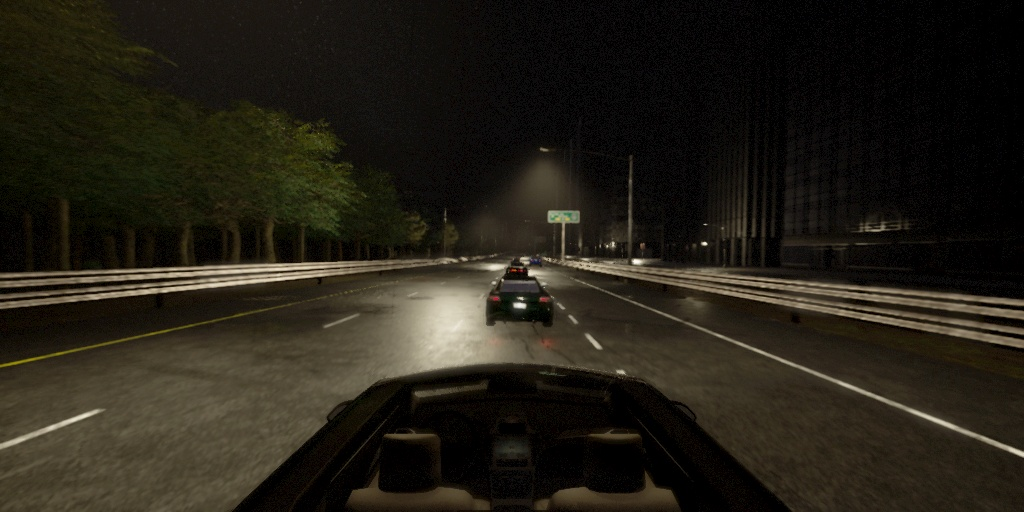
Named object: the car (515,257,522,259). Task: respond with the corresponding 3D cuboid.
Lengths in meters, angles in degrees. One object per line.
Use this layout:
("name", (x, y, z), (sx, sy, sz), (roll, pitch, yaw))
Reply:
("car", (0.658, 1.268, 52.326), (1.837, 1.490, 4.892), (1, 0, 1))

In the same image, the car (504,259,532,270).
("car", (0.416, 1.277, 29.807), (1.837, 1.490, 4.892), (1, 0, 1))

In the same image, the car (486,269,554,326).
("car", (0.239, 1.325, 11.782), (1.994, 1.385, 4.181), (1, 0, 1))
